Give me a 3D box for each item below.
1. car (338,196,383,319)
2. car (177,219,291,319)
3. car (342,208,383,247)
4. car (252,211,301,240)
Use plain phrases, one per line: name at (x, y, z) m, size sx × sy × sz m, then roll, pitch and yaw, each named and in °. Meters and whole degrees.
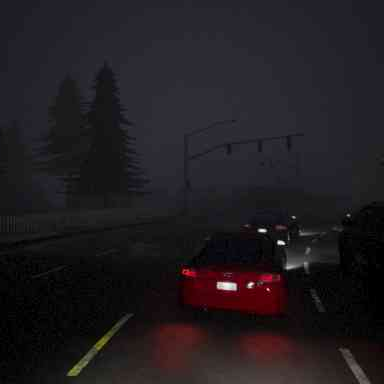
car at (4.701, 1.221, 7.210) m, size 2.150 × 2.045 × 5.566 m, roll 0°, pitch 0°, yaw 15°
car at (1.123, 1.564, 7.568) m, size 1.994 × 1.385 × 4.181 m, roll 0°, pitch 0°, yaw 15°
car at (8.359, 1.564, 15.802) m, size 1.994 × 1.385 × 4.181 m, roll 0°, pitch 0°, yaw 28°
car at (3.781, 1.564, 15.540) m, size 1.994 × 1.385 × 4.181 m, roll 0°, pitch 0°, yaw 26°
